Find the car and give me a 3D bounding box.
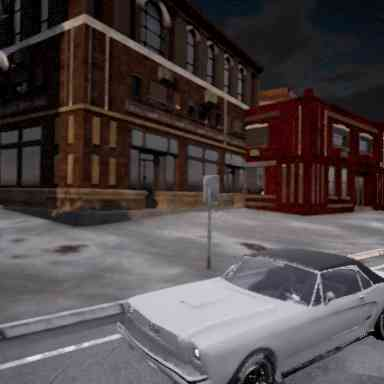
[{"bbox_3d":[1.370,1.609,4.974,4.718,1.301,1.895,0,0,-36],"label":"car"}]
